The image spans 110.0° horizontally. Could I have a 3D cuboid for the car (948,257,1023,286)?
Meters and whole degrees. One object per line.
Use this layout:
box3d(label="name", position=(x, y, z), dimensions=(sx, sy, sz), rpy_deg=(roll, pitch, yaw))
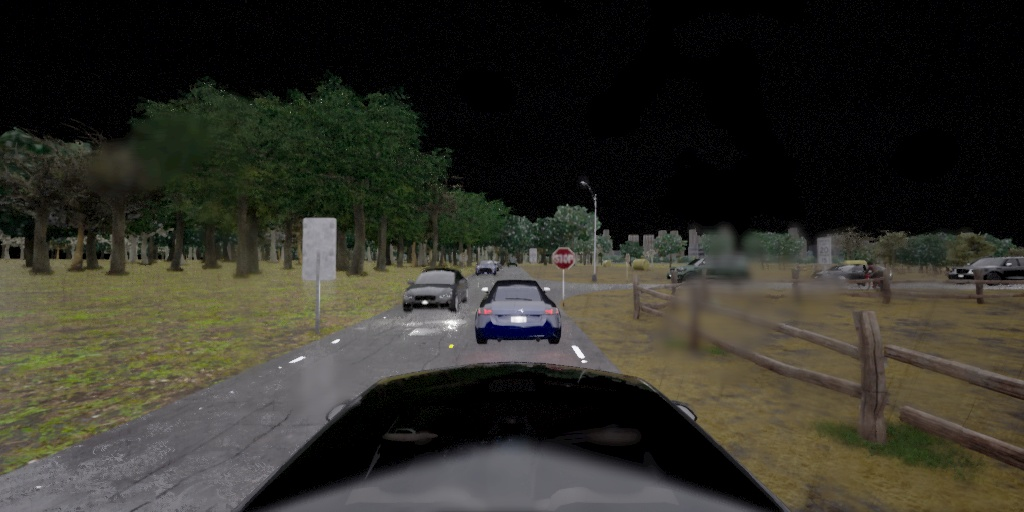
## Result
box3d(label="car", position=(35.143, 1.093, 25.833), dimensions=(5.566, 2.045, 2.150), rpy_deg=(0, -2, 1))

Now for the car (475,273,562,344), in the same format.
box3d(label="car", position=(0.117, 1.321, 9.622), dimensions=(1.994, 1.385, 4.181), rpy_deg=(0, 0, -1))

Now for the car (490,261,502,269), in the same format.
box3d(label="car", position=(-2.743, 1.568, 63.461), dimensions=(1.994, 1.385, 4.181), rpy_deg=(0, 0, 0))

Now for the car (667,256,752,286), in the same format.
box3d(label="car", position=(14.133, 1.063, 25.774), dimensions=(5.566, 2.045, 2.150), rpy_deg=(0, -2, -1))

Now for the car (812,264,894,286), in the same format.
box3d(label="car", position=(24.472, 1.362, 25.805), dimensions=(4.892, 1.490, 1.837), rpy_deg=(0, -2, -1))

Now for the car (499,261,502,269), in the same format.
box3d(label="car", position=(-2.772, 1.382, 50.148), dimensions=(1.882, 1.535, 5.008), rpy_deg=(0, 0, 0))

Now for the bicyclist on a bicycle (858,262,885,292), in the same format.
box3d(label="bicyclist on a bicycle", position=(19.937, 1.166, 19.817), dimensions=(0.582, 1.620, 1.656), rpy_deg=(0, 0, 0))

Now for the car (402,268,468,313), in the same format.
box3d(label="car", position=(-2.834, 1.267, 14.117), dimensions=(1.837, 1.490, 4.892), rpy_deg=(0, 0, 0))

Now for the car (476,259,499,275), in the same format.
box3d(label="car", position=(-2.763, 1.188, 39.315), dimensions=(2.097, 1.767, 4.553), rpy_deg=(0, 0, -1))
